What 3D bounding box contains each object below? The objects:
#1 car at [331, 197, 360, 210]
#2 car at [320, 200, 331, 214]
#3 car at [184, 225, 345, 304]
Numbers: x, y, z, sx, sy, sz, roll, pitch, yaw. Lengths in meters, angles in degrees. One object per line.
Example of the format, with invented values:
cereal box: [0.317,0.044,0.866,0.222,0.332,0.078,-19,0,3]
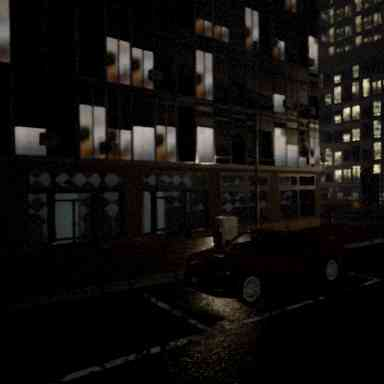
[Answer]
car: [16.495,1.268,37.919,1.752,1.417,4.829,-1,1,-35]
car: [10.509,1.446,31.959,2.008,1.369,4.403,-1,1,-35]
car: [1.885,1.542,8.073,4.507,1.381,1.887,0,-1,-35]
